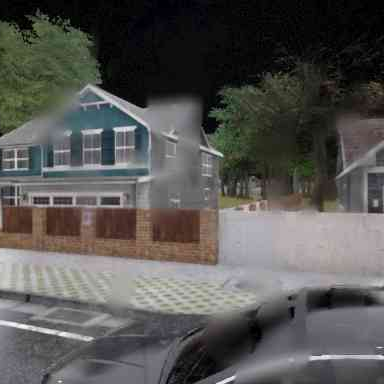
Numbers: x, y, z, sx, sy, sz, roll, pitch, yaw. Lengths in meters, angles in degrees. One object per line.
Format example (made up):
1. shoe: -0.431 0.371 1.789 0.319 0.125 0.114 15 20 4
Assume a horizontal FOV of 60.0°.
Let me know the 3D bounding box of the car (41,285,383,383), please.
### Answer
1. car: 1.117 1.502 2.298 4.892 1.490 1.837 -1 0 21
